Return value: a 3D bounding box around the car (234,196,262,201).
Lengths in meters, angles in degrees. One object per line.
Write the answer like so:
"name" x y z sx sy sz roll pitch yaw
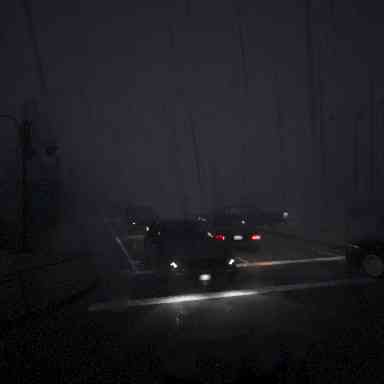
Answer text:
"car" 7.347 1.287 46.166 2.007 1.523 4.514 0 0 -17

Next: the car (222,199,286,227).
"car" 2.845 1.467 19.898 5.357 1.411 2.033 -3 1 -15

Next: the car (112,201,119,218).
"car" -6.269 1.515 30.101 2.033 1.411 5.357 0 0 -17

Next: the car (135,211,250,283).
"car" -0.370 1.543 10.116 2.033 1.411 5.357 0 0 -15

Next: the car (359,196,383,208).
"car" 23.893 1.273 43.200 1.845 1.501 3.633 0 0 -17

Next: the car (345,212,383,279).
"car" 6.532 1.475 8.247 5.008 1.535 1.882 0 0 39

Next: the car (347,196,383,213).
"car" 15.588 1.356 29.211 1.970 1.475 3.806 0 0 -17

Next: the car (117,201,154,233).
"car" -3.106 1.529 19.950 2.033 1.411 5.357 0 0 -17

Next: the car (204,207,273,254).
"car" 1.349 1.538 13.396 2.033 1.411 5.357 0 0 -4

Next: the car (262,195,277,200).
"car" 10.335 1.277 47.123 2.152 1.636 5.027 0 0 -17
